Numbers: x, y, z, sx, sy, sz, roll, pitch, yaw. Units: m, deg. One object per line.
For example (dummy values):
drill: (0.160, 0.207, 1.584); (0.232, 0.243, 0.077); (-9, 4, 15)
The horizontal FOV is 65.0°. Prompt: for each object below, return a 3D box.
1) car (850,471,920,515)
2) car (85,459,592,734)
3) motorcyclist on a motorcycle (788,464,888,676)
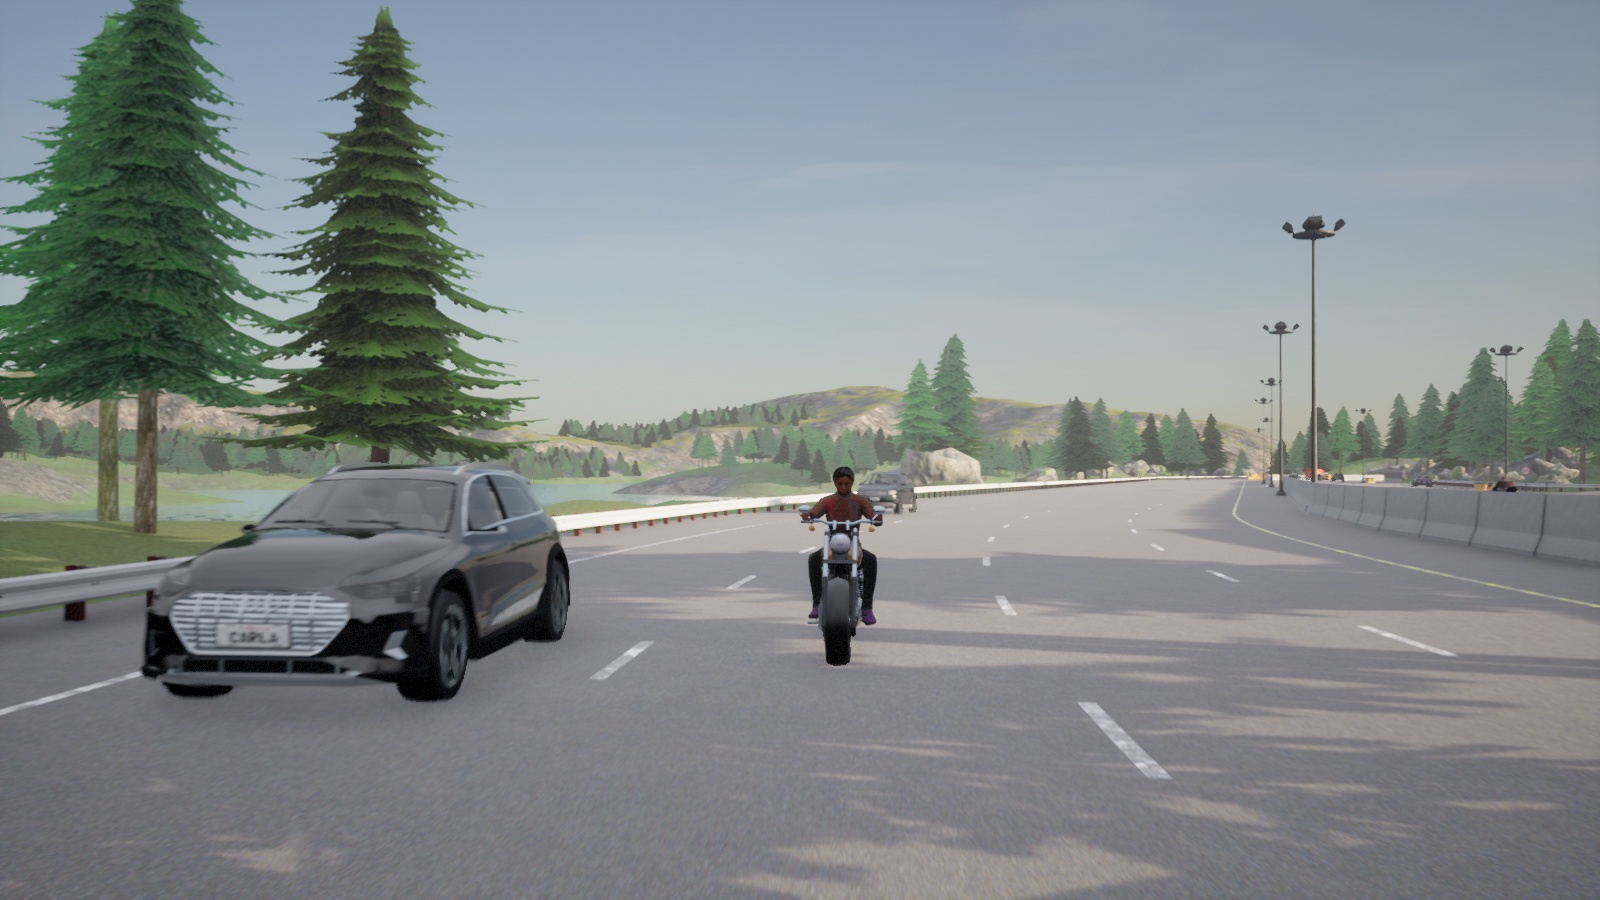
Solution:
car: (3.153, 1.552, 46.046); (1.789, 1.549, 3.705); (-1, -1, 17)
car: (-3.205, 0.925, 10.023); (2.033, 1.649, 4.856); (0, -1, 3)
motorcyclist on a motorcycle: (0.378, 0.947, 10.983); (0.766, 1.649, 2.350); (0, -1, 4)
